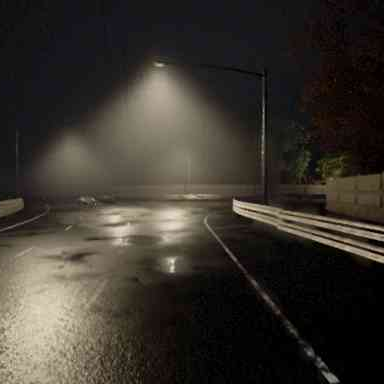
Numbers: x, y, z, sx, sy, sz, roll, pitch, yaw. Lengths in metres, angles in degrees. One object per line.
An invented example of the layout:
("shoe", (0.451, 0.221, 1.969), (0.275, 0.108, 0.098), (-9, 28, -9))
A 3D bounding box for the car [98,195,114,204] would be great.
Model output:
("car", (-13.794, 1.206, 52.775), (1.994, 1.385, 4.181), (0, 0, -28))

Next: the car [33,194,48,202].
("car", (-28.889, 1.119, 63.544), (1.812, 1.442, 4.674), (0, 1, -37))

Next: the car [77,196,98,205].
("car", (-15.718, 1.272, 49.208), (1.895, 1.301, 4.718), (0, 0, -28))
